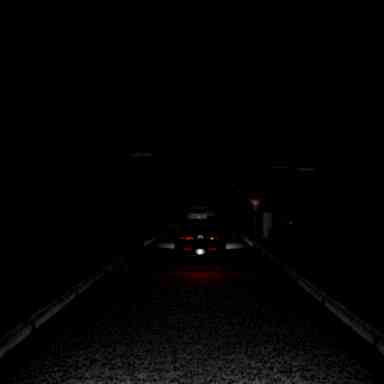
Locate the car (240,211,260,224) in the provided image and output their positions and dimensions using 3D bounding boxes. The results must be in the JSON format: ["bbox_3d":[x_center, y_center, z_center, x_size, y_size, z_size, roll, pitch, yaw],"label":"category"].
[{"bbox_3d":[7.498,3.795,50.747,2.185,1.767,4.553,7,-5,-31],"label":"car"}]

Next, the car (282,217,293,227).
[{"bbox_3d":[13.320,4.520,52.032,1.946,1.575,5.366,7,-5,-30],"label":"car"}]

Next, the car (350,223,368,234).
[{"bbox_3d":[25.249,5.747,53.982,2.002,1.452,4.674,8,-5,-30],"label":"car"}]

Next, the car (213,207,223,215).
[{"bbox_3d":[1.652,3.234,49.629,2.435,2.045,5.566,2,-4,-30],"label":"car"}]

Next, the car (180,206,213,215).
[{"bbox_3d":[0.133,2.431,32.245,2.150,2.045,5.566,1,-3,-10],"label":"car"}]

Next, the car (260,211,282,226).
[{"bbox_3d":[10.491,3.971,51.322,2.435,2.045,5.566,8,-5,-30],"label":"car"}]

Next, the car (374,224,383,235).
[{"bbox_3d":[30.277,6.011,49.535,4.718,1.301,1.895,6,-3,-10],"label":"car"}]

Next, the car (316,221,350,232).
[{"bbox_3d":[22.282,5.449,53.453,2.002,1.452,4.674,7,-5,-30],"label":"car"}]

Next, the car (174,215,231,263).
[{"bbox_3d":[0.345,1.838,13.435,1.837,1.490,4.892,0,-3,2],"label":"car"}]

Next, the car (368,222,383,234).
[{"bbox_3d":[28.126,6.004,54.651,1.946,1.575,5.366,7,-5,-30],"label":"car"}]

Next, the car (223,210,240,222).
[{"bbox_3d":[4.528,3.536,50.232,2.185,1.767,4.553,5,-4,-31],"label":"car"}]
